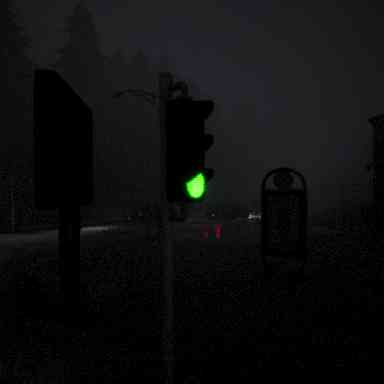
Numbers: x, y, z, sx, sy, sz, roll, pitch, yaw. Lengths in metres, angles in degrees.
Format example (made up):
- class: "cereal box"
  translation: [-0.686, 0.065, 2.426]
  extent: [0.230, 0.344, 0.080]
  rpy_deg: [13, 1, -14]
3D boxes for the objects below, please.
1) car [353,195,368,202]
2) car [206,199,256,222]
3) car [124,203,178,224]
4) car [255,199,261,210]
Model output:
- class: "car"
  translation: [38.814, 1.599, 77.256]
  extent: [2.128, 1.511, 4.902]
  rpy_deg: [0, 0, 36]
- class: "car"
  translation: [3.011, 1.572, 27.117]
  extent: [2.128, 1.511, 4.902]
  rpy_deg: [0, 0, 36]
- class: "car"
  translation: [-3.079, 1.592, 25.639]
  extent: [2.128, 1.511, 4.902]
  rpy_deg: [0, 0, 36]
- class: "car"
  translation: [7.119, 1.605, 39.900]
  extent: [1.837, 1.490, 4.892]
  rpy_deg: [0, 0, 36]
